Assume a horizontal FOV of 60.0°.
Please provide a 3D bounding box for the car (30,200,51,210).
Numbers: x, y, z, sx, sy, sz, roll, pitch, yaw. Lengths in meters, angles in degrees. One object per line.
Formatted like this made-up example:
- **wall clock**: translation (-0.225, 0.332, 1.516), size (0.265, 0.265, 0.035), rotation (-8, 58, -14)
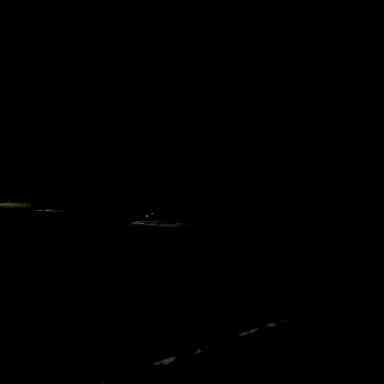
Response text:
- **car**: translation (-22.233, 1.894, 48.785), size (1.994, 1.385, 4.181), rotation (0, -1, -40)

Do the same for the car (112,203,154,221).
- **car**: translation (-5.214, 1.700, 28.786), size (1.837, 1.490, 4.892), rotation (0, 0, -40)
